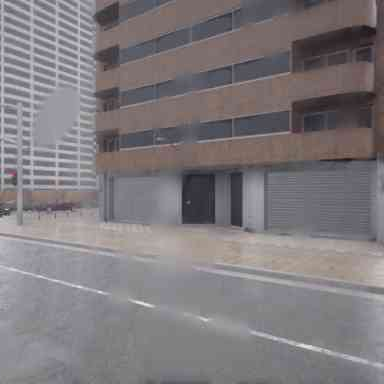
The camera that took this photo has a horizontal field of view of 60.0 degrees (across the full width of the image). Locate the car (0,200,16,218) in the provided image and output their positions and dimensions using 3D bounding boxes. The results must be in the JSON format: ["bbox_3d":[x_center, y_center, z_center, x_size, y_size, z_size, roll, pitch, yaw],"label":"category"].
[{"bbox_3d":[-17.713,1.525,27.704,1.812,1.442,4.674,0,0,39],"label":"car"}]

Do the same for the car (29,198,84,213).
[{"bbox_3d":[-15.161,1.477,37.566,1.882,1.535,5.008,0,0,35],"label":"car"}]

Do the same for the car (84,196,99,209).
[{"bbox_3d":[-13.839,1.564,45.606,1.994,1.385,4.181,0,0,35],"label":"car"}]

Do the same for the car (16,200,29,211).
[{"bbox_3d":[-19.532,1.547,37.405,2.033,1.411,5.357,0,0,35],"label":"car"}]
